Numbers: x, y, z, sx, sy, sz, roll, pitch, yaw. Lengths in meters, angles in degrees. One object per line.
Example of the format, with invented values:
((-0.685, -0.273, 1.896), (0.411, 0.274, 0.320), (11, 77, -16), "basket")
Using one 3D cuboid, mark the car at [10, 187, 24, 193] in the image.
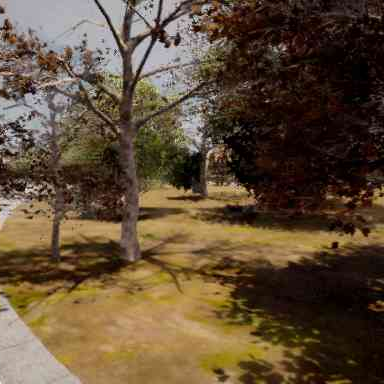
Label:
((-22.370, -0.505, 41.765), (1.837, 1.490, 4.892), (0, 4, -21), "car")
